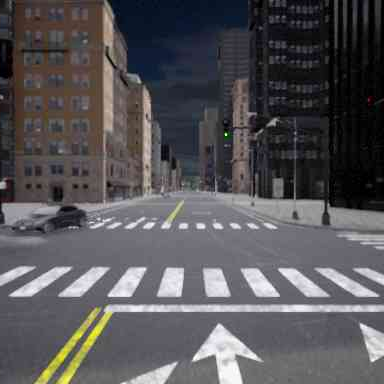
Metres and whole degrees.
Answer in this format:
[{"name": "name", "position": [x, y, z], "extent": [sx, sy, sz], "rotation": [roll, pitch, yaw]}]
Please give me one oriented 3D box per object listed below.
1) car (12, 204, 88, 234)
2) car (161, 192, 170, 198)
[{"name": "car", "position": [-7.358, 1.375, 17.813], "extent": [1.812, 1.442, 4.674], "rotation": [1, 1, 14]}, {"name": "car", "position": [-6.501, 0.760, 82.571], "extent": [2.128, 1.511, 4.902], "rotation": [0, 0, 0]}]
